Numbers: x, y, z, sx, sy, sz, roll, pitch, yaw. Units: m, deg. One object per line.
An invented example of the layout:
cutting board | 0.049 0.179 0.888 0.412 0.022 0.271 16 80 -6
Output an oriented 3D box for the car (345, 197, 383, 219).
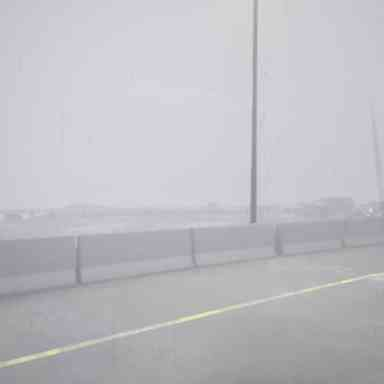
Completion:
car | 16.124 1.578 29.111 4.553 1.767 2.097 1 0 -25

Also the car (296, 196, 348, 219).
car | 13.062 1.428 31.575 5.566 2.045 2.150 1 0 -25

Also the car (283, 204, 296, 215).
car | 11.878 1.679 34.858 5.008 1.535 1.882 1 0 -25

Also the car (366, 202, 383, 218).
car | 15.833 1.718 25.128 4.892 1.490 1.837 1 0 -25
